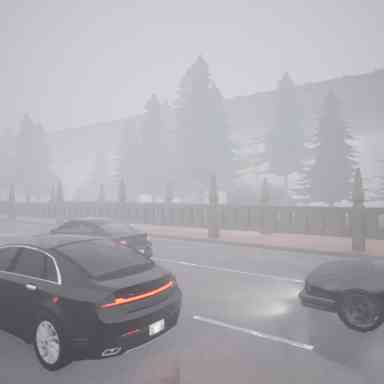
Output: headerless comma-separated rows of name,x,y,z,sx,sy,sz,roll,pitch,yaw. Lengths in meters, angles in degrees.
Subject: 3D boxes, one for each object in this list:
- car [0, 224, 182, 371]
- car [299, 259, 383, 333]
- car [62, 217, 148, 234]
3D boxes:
car,-2.428,1.505,5.721,4.892,1.490,1.837,0,0,35
car,4.529,1.547,5.062,5.357,1.411,2.033,0,0,35
car,-3.320,1.526,10.651,4.674,1.442,1.812,0,0,35
